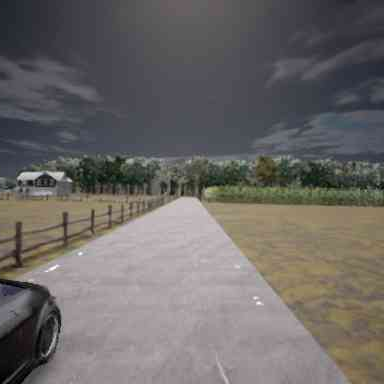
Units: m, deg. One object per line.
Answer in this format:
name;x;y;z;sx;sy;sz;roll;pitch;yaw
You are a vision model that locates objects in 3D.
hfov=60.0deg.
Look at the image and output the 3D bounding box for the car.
car;-2.839;1.571;3.044;1.994;1.385;4.181;0;0;0
